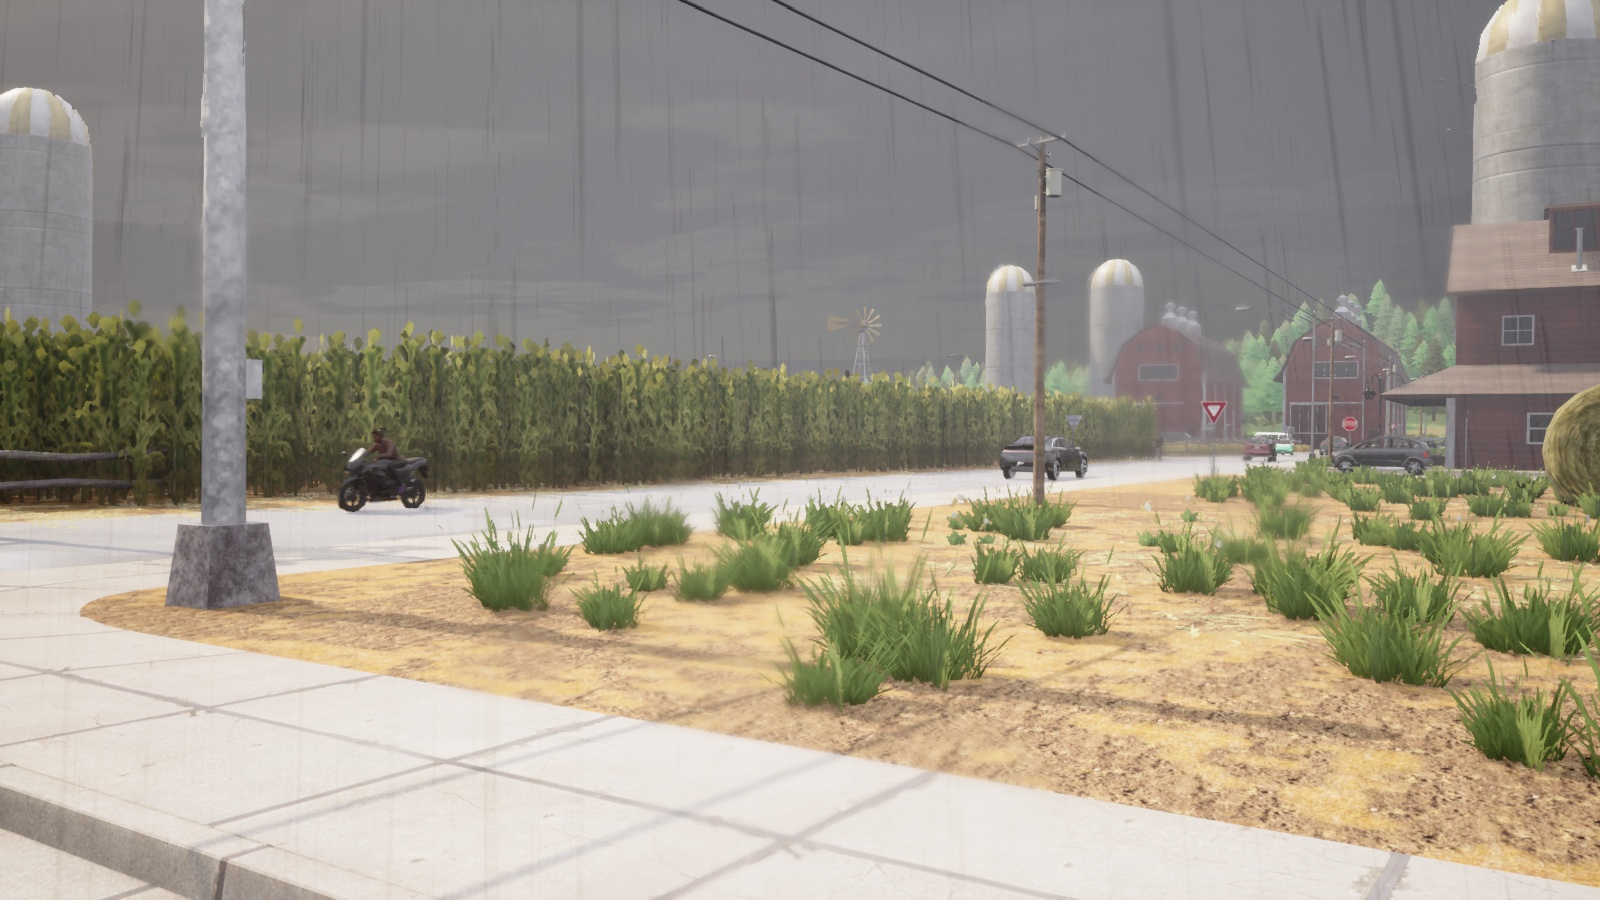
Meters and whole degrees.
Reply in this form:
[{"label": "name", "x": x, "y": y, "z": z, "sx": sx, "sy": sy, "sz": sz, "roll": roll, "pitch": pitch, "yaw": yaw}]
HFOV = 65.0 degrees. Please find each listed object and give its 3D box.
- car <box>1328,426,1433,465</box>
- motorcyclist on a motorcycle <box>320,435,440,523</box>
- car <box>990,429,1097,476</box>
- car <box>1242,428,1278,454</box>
[{"label": "car", "x": 23.552, "y": -0.191, "z": 50.944, "sx": 3.705, "sy": 1.549, "sz": 1.789, "roll": 0, "pitch": 1, "yaw": 30}, {"label": "motorcyclist on a motorcycle", "x": -7.660, "y": 0.504, "z": 23.010, "sx": 0.797, "sy": 1.523, "sz": 2.044, "roll": 0, "pitch": 1, "yaw": 31}, {"label": "car", "x": 8.503, "y": 0.051, "z": 43.501, "sx": 2.128, "sy": 1.511, "sz": 4.902, "roll": 0, "pitch": 1, "yaw": 31}, {"label": "car", "x": 28.482, "y": -0.575, "z": 77.751, "sx": 1.789, "sy": 1.549, "sz": 3.705, "roll": 0, "pitch": 1, "yaw": 25}]
